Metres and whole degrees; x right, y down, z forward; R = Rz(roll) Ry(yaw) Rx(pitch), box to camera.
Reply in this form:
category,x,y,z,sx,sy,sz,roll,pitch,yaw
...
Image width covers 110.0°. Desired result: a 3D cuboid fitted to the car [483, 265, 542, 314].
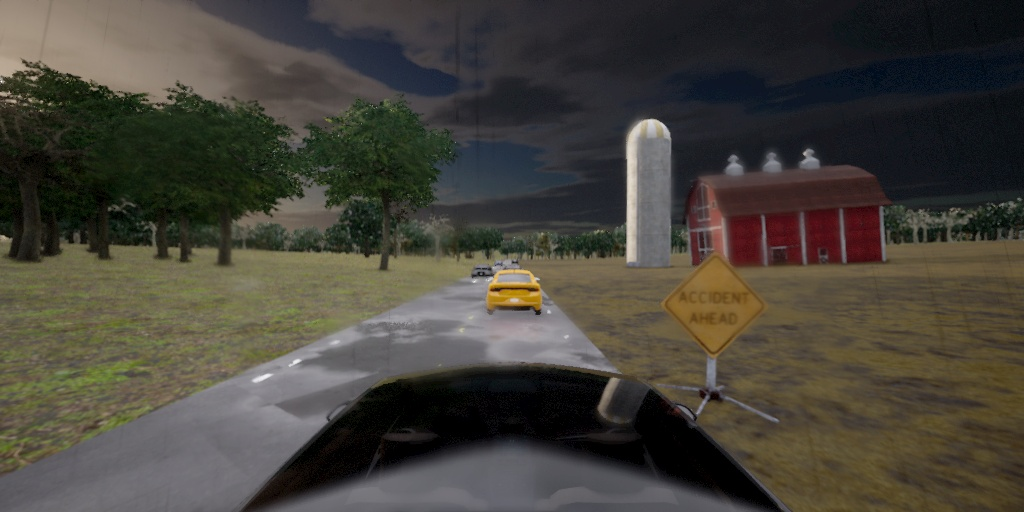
category,x,y,z,sx,sy,sz,roll,pitch,yaw
car,0.086,1.294,14.180,1.882,1.535,5.008,0,0,0

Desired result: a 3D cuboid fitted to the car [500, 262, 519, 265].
category,x,y,z,sx,sy,sz,roll,pitch,yaw
car,0.091,1.520,33.153,1.895,1.301,4.718,0,0,0

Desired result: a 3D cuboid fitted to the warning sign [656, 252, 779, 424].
category,x,y,z,sx,sy,sz,roll,pitch,yaw
warning sign,2.449,0.879,4.425,1.300,1.860,1.060,0,0,0

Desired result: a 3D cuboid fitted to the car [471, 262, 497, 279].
category,x,y,z,sx,sy,sz,roll,pitch,yaw
car,-2.853,1.494,35.081,1.994,1.385,4.181,0,0,0
